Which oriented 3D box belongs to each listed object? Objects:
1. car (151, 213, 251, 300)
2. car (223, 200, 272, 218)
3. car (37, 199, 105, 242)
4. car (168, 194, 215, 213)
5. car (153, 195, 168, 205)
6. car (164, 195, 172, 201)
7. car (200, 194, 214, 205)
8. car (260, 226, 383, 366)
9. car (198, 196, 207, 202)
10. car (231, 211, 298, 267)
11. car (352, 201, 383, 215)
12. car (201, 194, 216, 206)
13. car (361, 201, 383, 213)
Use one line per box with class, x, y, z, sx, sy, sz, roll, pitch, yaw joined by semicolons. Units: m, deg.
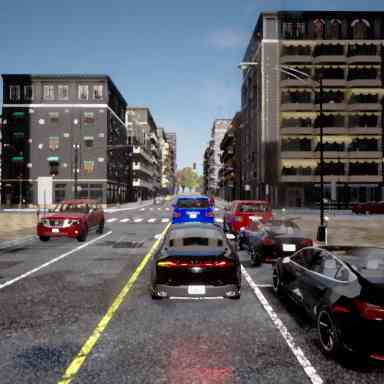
car;0.076;1.508;8.388;1.837;1.490;4.892;0;0;0
car;2.729;1.322;16.670;2.192;1.841;5.009;1;0;0
car;-5.798;1.322;16.636;2.192;1.841;5.009;1;0;0
car;0.042;1.229;18.304;2.150;2.045;5.566;0;0;0
car;-5.995;1.578;60.352;2.008;1.369;4.403;1;0;0
car;-5.947;1.564;82.966;1.752;1.417;4.829;1;0;0
car;2.633;1.342;60.445;2.192;1.841;5.009;1;0;0
car;2.687;1.568;5.795;1.947;1.339;4.313;1;0;0
car;2.451;1.601;77.529;1.947;1.339;4.313;1;0;0
car;2.669;1.570;11.234;1.947;1.339;4.313;1;0;0
car;17.183;1.580;31.079;4.206;1.307;1.802;0;-1;0
car;2.660;1.339;54.744;2.192;1.841;5.009;1;0;0
car;22.670;1.742;39.488;4.313;1.339;1.947;0;-1;0
